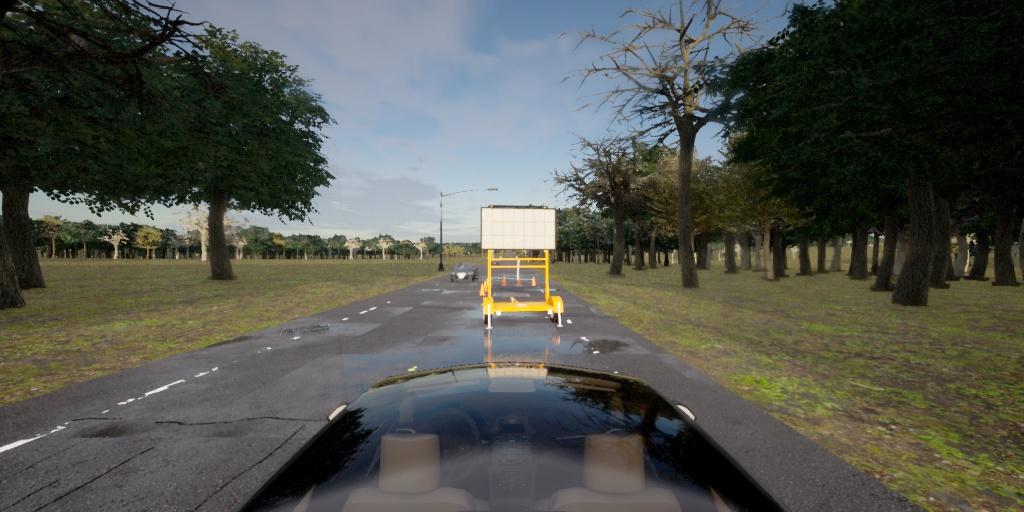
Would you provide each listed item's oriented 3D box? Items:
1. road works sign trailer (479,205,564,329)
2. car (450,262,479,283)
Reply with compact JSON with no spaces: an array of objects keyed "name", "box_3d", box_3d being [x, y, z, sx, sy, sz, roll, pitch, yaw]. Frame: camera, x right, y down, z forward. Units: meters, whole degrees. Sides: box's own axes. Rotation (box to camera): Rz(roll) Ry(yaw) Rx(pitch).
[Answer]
[{"name":"road works sign trailer","box_3d":[0.180,0.211,11.369,2.380,3.560,2.880,0,0,-8]},{"name":"car","box_3d":[-3.642,1.244,28.219,2.128,1.511,4.902,0,0,0]}]
